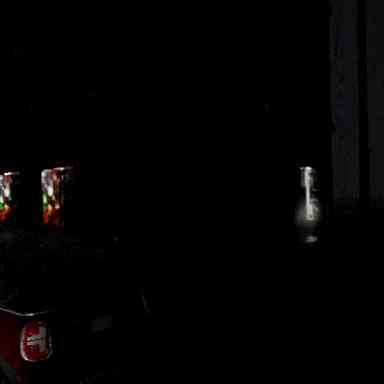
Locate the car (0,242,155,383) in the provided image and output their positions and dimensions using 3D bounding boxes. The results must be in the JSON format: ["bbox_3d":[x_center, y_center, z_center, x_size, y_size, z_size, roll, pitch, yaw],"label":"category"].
[{"bbox_3d":[-2.539,1.442,4.704,4.097,1.590,1.967,0,-1,36],"label":"car"}]
